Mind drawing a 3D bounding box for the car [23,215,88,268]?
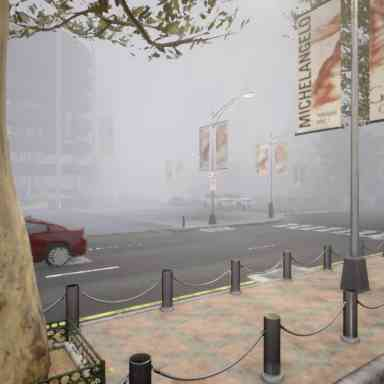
[{"bbox_3d":[-5.657,1.477,9.773,5.008,1.535,1.882,0,0,-35],"label":"car"}]

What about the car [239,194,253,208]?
[{"bbox_3d":[6.417,1.221,48.580,2.150,2.045,5.566,0,0,-35],"label":"car"}]

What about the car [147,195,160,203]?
[{"bbox_3d":[-8.590,1.601,66.489,4.718,1.301,1.895,0,0,38],"label":"car"}]

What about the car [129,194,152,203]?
[{"bbox_3d":[-11.251,1.355,72.586,4.553,1.767,2.097,0,0,26],"label":"car"}]

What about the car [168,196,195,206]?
[{"bbox_3d":[-2.156,1.505,54.465,1.837,1.490,4.892,0,0,-37],"label":"car"}]

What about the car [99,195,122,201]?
[{"bbox_3d":[-19.528,1.418,79.666,5.008,1.535,1.882,0,0,12],"label":"car"}]

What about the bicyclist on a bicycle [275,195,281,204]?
[{"bbox_3d":[15.726,1.300,60.483,1.656,1.620,0.582,0,0,-36],"label":"bicyclist on a bicycle"}]

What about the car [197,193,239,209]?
[{"bbox_3d":[3.562,1.221,46.556,2.150,2.045,5.566,0,0,-35],"label":"car"}]

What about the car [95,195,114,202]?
[{"bbox_3d":[-20.492,1.450,76.302,4.892,1.490,1.837,0,0,12],"label":"car"}]

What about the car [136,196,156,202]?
[{"bbox_3d":[-10.504,1.552,76.141,4.181,1.385,1.994,0,0,26],"label":"car"}]

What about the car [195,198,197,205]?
[{"bbox_3d":[0.705,1.601,56.505,1.895,1.301,4.718,0,0,-37],"label":"car"}]

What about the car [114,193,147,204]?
[{"bbox_3d":[-12.004,1.224,64.619,5.566,2.045,2.150,0,0,34],"label":"car"}]
